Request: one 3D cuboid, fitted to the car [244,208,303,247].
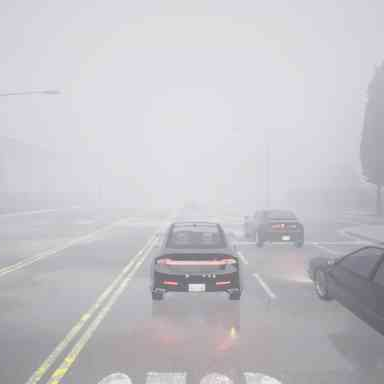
[{"bbox_3d":[3.563,1.505,15.058,1.837,1.490,4.892,0,0,0],"label":"car"}]

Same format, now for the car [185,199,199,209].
[{"bbox_3d":[-0.007,1.601,44.143,1.895,1.301,4.718,0,0,0],"label":"car"}]

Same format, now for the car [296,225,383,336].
[{"bbox_3d":[3.587,1.547,5.312,2.033,1.411,5.357,0,0,0],"label":"car"}]

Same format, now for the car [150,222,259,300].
[{"bbox_3d":[0.080,1.492,8.357,2.128,1.511,4.902,0,0,0],"label":"car"}]
